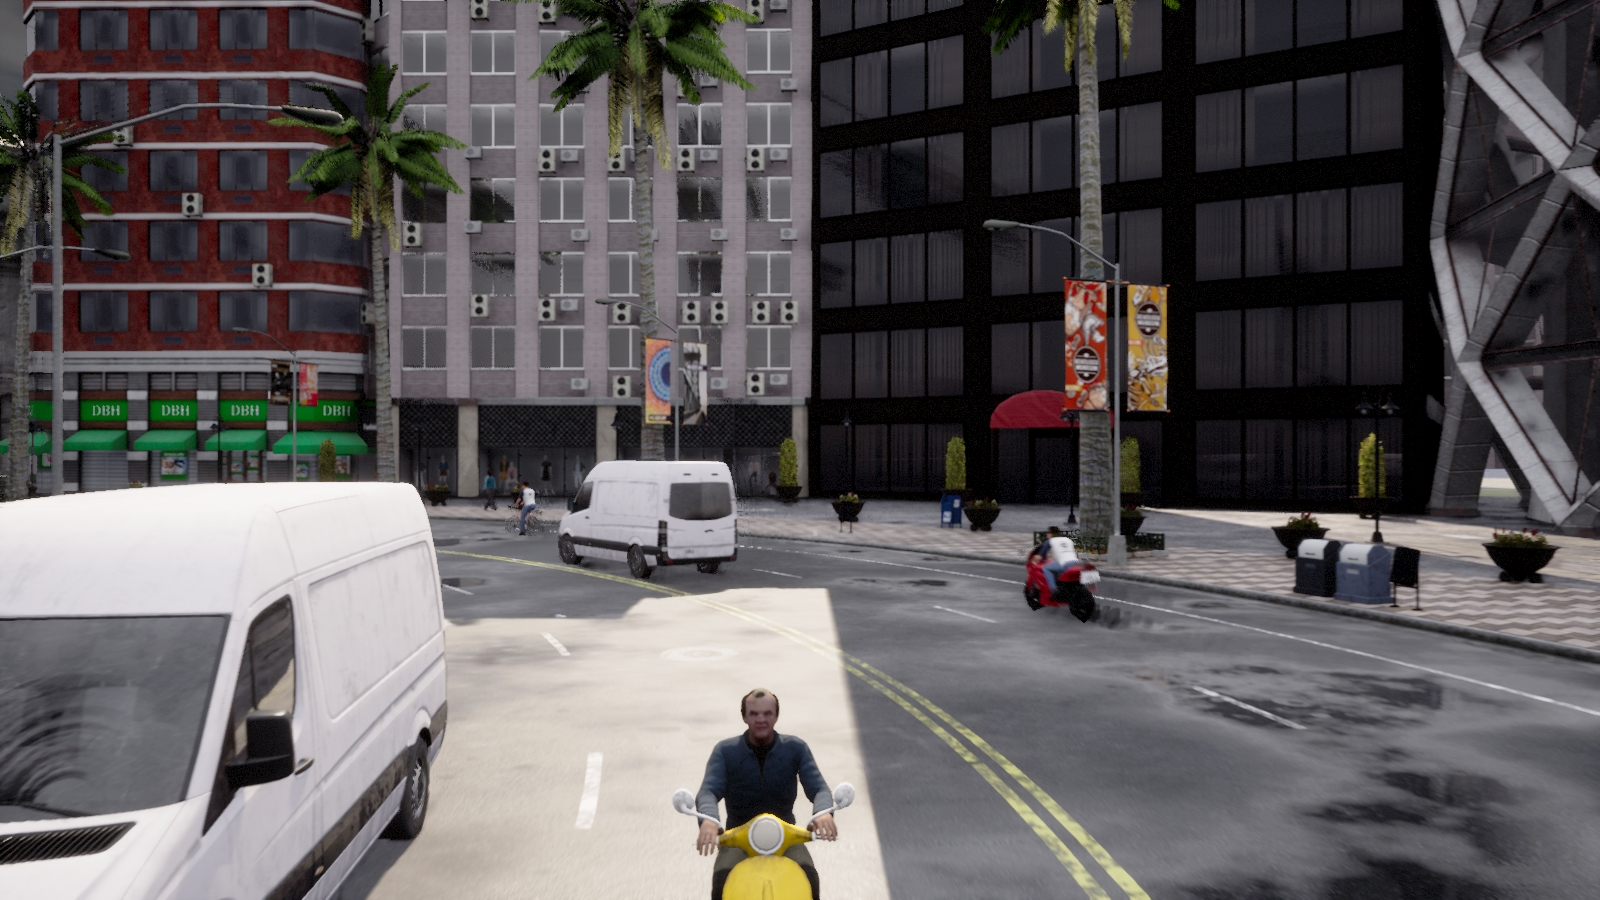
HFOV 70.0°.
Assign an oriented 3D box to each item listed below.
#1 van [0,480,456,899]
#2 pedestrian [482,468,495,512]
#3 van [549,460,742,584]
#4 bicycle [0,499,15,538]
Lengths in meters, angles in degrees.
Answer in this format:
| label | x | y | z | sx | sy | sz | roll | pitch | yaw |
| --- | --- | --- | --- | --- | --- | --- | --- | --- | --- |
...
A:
| label | x | y | z | sx | sy | sz | roll | pitch | yaw |
| --- | --- | --- | --- | --- | --- | --- | --- | --- | --- |
| van | -3.577 | 1.534 | 6.530 | 1.988 | 2.561 | 5.915 | 0 | 0 | -6 |
| pedestrian | -13.280 | 1.699 | 48.747 | 0.375 | 1.860 | 0.375 | 0 | 0 | 44 |
| van | -3.790 | 1.535 | 26.908 | 1.988 | 2.561 | 5.915 | 1 | 0 | -35 |
| bicycle | -25.999 | 2.208 | 37.085 | 1.643 | 1.196 | 0.373 | 0 | 1 | 39 |
